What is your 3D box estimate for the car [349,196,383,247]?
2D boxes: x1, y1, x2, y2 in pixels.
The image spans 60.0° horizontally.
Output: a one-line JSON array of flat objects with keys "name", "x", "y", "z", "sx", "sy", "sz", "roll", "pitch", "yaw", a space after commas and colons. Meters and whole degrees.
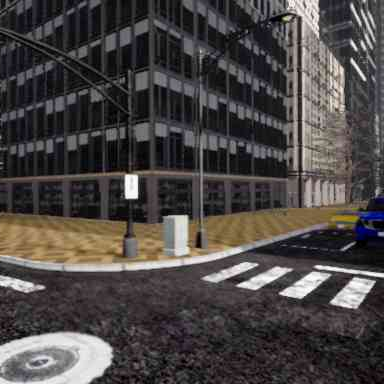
[{"name": "car", "x": 8.730, "y": 1.207, "z": 14.465, "sx": 2.150, "sy": 2.045, "sz": 5.566, "roll": 0, "pitch": 0, "yaw": 38}]

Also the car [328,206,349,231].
[{"name": "car", "x": 9.361, "y": 1.508, "z": 19.679, "sx": 1.752, "sy": 1.417, "sz": 4.829, "roll": -1, "pitch": 0, "yaw": 37}]
